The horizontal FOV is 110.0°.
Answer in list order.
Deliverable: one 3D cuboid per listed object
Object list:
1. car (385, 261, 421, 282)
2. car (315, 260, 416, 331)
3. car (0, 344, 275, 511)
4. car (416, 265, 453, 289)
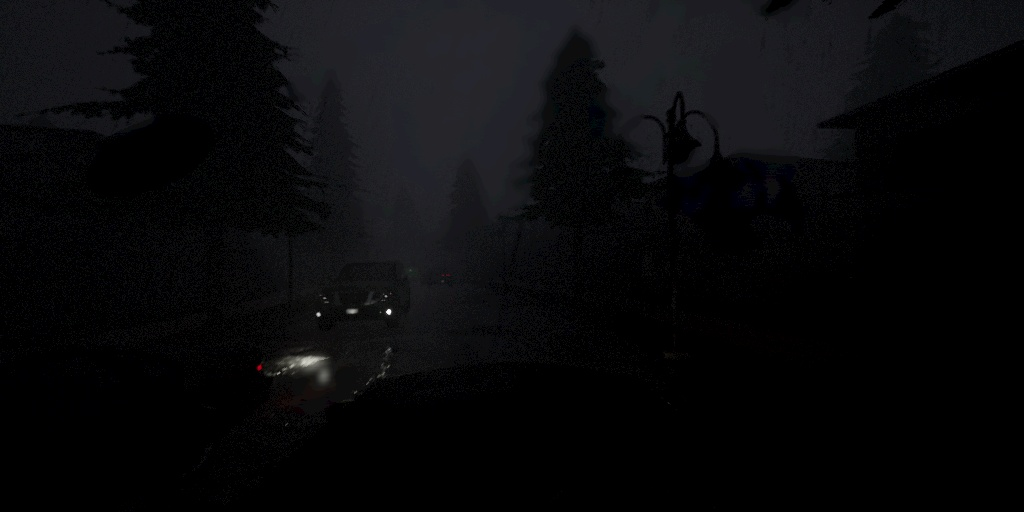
[{"bbox_3d":[-11.696,1.588,38.197,2.150,2.045,5.566,0,0,-34],"label":"car"},{"bbox_3d":[-4.777,1.166,12.335,2.150,2.045,5.566,-1,-1,-10],"label":"car"},{"bbox_3d":[-3.779,1.344,1.932,2.033,1.411,5.357,-1,-1,0],"label":"car"},{"bbox_3d":[-5.932,1.655,27.940,2.128,1.511,4.902,0,-1,-24],"label":"car"}]
